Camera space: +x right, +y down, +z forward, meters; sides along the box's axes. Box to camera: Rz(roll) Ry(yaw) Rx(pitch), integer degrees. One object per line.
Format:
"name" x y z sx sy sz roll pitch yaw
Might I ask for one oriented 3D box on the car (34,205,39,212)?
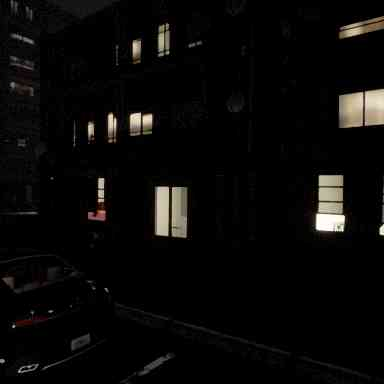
"car" -16.935 1.738 40.461 1.994 1.385 4.181 1 0 37

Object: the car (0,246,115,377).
"car" -3.103 1.549 5.230 4.403 1.369 2.008 0 1 36
